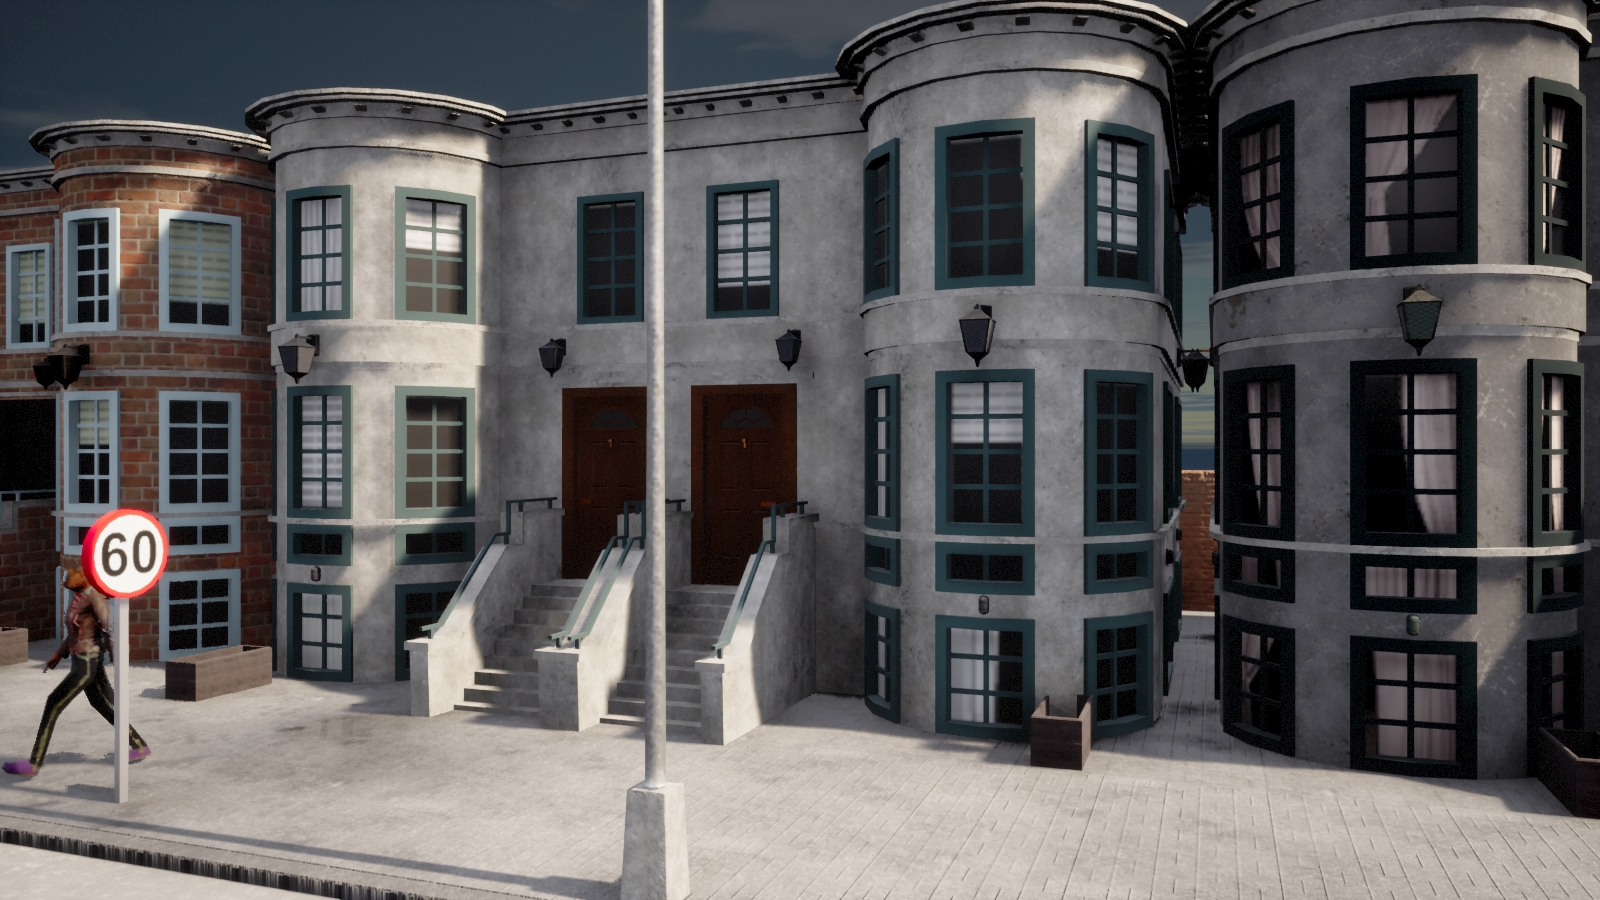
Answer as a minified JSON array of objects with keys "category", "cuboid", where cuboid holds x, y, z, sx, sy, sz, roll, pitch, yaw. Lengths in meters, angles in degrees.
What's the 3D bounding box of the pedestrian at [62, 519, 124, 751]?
[{"category":"pedestrian","cuboid":[-5.933,1.524,9.587,0.375,1.860,0.375,0,0,-42]}]
